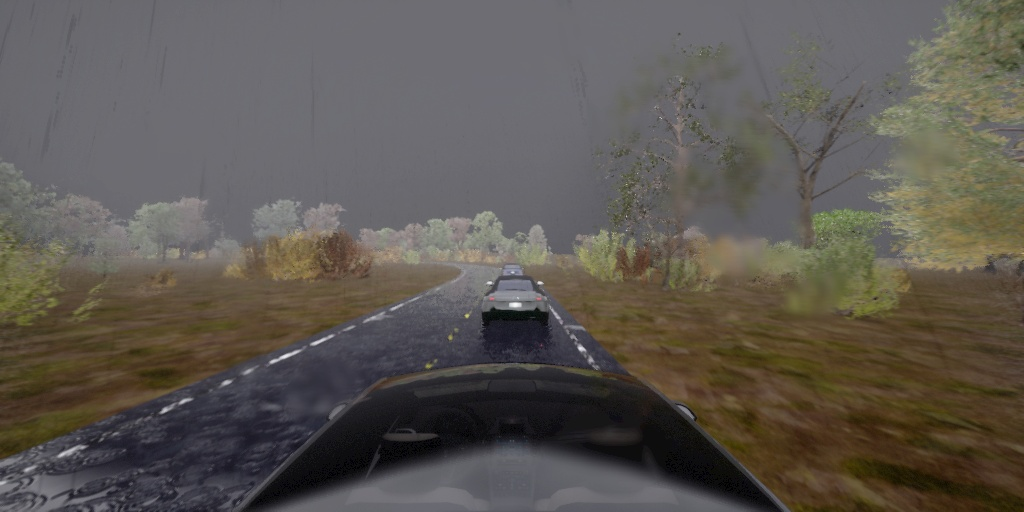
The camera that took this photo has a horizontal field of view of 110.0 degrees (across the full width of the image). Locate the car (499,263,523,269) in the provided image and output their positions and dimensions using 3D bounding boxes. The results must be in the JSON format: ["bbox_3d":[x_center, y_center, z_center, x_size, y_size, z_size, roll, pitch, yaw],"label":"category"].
[{"bbox_3d":[-0.032,1.300,29.649,2.033,1.411,5.357,0,0,-2],"label":"car"}]

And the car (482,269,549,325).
[{"bbox_3d":[0.100,1.315,11.857,1.994,1.385,4.181,0,0,0],"label":"car"}]
